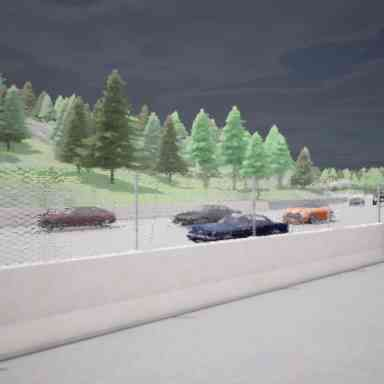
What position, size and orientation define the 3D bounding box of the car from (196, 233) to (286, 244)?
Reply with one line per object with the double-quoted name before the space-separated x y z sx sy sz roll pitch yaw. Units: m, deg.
"car" 2.041 1.628 14.411 4.718 1.301 1.895 0 0 -39
